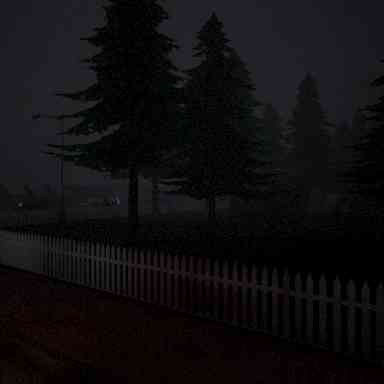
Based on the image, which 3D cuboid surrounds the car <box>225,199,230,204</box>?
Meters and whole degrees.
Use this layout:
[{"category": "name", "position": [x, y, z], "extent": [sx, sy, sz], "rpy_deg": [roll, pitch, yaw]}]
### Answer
[{"category": "car", "position": [4.292, 1.221, 51.455], "extent": [2.150, 2.045, 5.566], "rpy_deg": [0, 0, 34]}]

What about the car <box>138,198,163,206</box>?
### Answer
[{"category": "car", "position": [-6.801, 1.491, 54.093], "extent": [2.128, 1.511, 4.902], "rpy_deg": [0, 0, 35]}]

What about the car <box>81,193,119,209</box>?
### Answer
[{"category": "car", "position": [-12.537, 1.221, 45.704], "extent": [2.150, 2.045, 5.566], "rpy_deg": [0, 0, 34]}]

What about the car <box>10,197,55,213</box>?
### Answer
[{"category": "car", "position": [-18.032, 1.352, 37.629], "extent": [2.097, 1.767, 4.553], "rpy_deg": [0, 0, 34]}]

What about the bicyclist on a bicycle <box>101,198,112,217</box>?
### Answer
[{"category": "bicyclist on a bicycle", "position": [-7.176, 1.302, 27.836], "extent": [1.656, 1.620, 0.582], "rpy_deg": [0, 0, 34]}]
